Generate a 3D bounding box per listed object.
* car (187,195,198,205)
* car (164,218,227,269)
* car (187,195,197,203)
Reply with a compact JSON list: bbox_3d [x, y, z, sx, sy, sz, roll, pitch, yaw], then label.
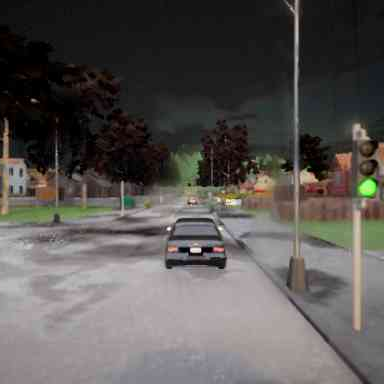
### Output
[{"bbox_3d":[0.108,1.752,63.818,1.895,1.301,4.718,0,0,0],"label":"car"},{"bbox_3d":[0.100,1.575,11.239,2.033,1.411,5.357,0,0,0],"label":"car"},{"bbox_3d":[0.010,1.531,74.271,2.097,1.767,4.553,0,0,0],"label":"car"}]
